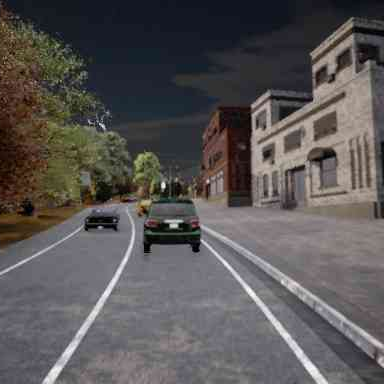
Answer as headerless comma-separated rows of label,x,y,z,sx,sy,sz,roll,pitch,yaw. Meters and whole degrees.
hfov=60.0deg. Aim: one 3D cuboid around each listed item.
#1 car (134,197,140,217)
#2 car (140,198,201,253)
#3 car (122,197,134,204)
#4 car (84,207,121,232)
car,-4.374,1.524,32.584,1.882,1.535,5.008,1,0,-12
car,-0.960,1.275,14.252,2.150,2.045,5.566,1,0,-7
car,-11.580,1.507,61.723,1.895,1.301,4.718,0,0,4
car,-5.329,1.622,20.235,1.895,1.301,4.718,1,0,-10
